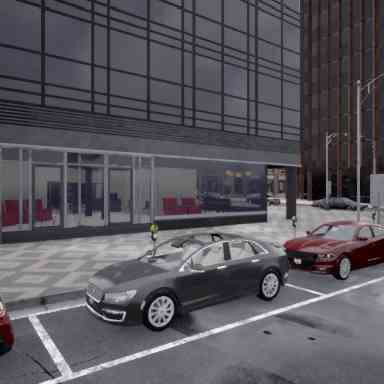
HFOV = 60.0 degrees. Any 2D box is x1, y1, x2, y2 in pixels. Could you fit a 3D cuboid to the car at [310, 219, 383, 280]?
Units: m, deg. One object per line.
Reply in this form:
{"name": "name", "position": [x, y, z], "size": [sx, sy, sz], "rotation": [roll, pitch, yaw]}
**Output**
{"name": "car", "position": [4.564, 1.545, 9.912], "size": [4.507, 1.381, 1.887], "rotation": [0, 0, -36]}

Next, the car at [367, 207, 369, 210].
{"name": "car", "position": [9.005, 1.441, 13.084], "size": [4.097, 1.590, 1.967], "rotation": [0, 0, -36]}

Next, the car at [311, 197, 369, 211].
{"name": "car", "position": [14.933, 1.203, 33.792], "size": [2.033, 1.411, 5.357], "rotation": [0, 1, -41]}

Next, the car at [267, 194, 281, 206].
{"name": "car", "position": [9.002, 0.962, 42.155], "size": [1.837, 1.490, 4.892], "rotation": [0, 1, -36]}

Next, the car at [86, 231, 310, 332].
{"name": "car", "position": [0.123, 1.551, 6.741], "size": [4.403, 1.369, 2.008], "rotation": [0, 0, -36]}

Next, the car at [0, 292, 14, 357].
{"name": "car", "position": [-4.318, 1.440, 3.570], "size": [4.097, 1.590, 1.967], "rotation": [0, 0, -36]}
